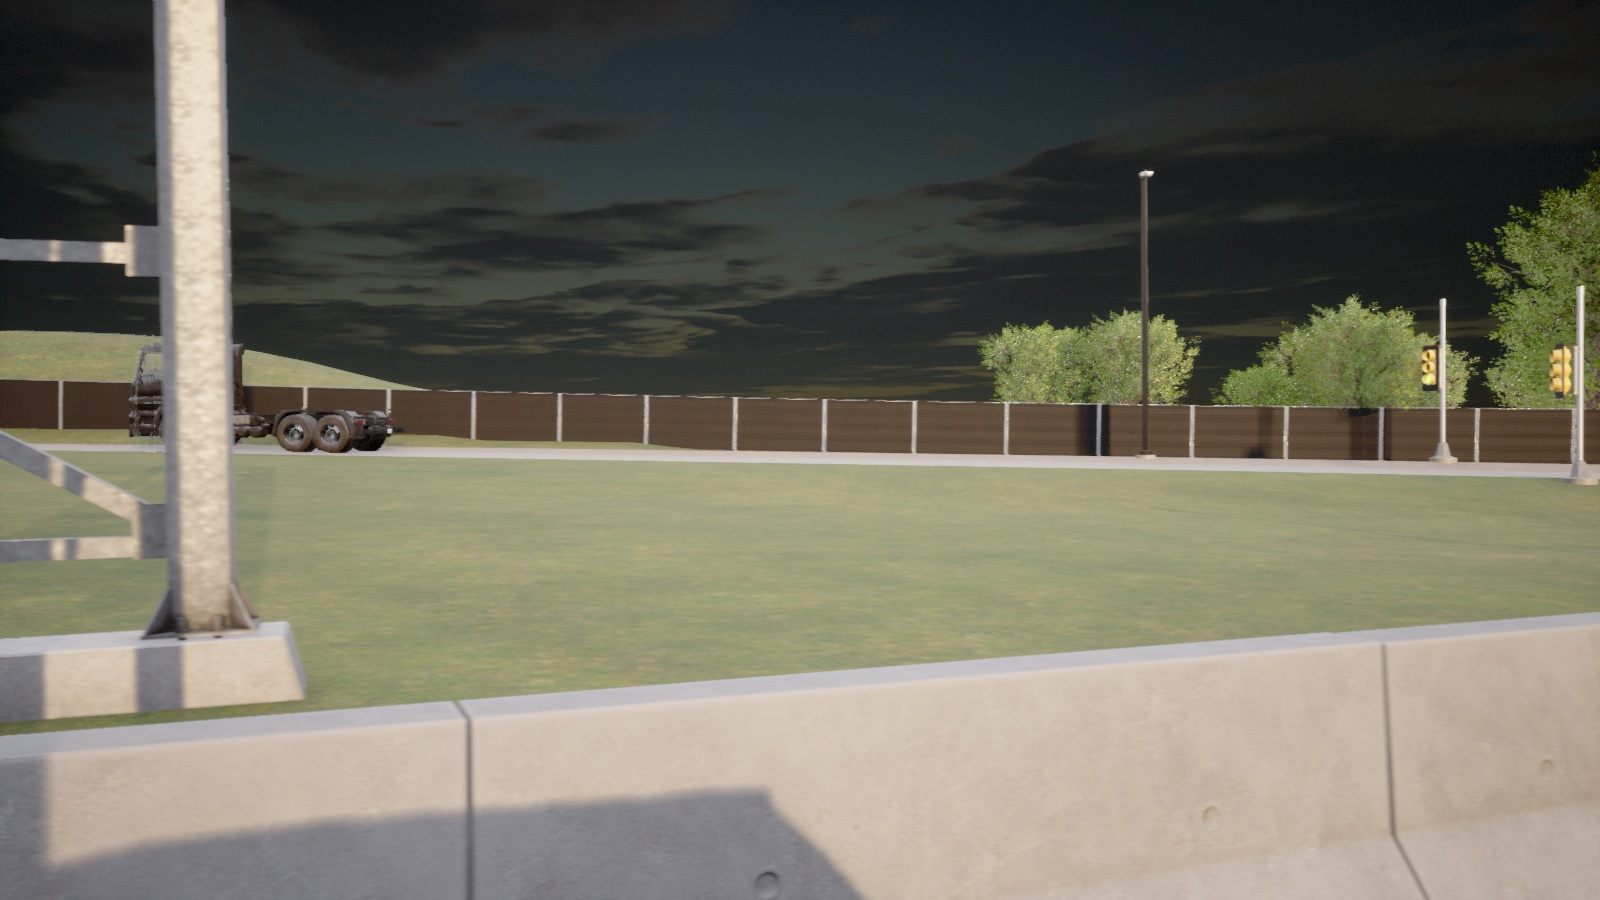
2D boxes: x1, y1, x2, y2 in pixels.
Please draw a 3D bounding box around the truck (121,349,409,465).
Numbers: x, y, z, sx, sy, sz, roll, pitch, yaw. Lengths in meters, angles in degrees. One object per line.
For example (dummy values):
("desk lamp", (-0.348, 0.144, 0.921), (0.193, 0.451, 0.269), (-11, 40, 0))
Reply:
("truck", (-16.836, -1.330, 39.776), (7.936, 3.462, 2.891), (0, 2, 6))
